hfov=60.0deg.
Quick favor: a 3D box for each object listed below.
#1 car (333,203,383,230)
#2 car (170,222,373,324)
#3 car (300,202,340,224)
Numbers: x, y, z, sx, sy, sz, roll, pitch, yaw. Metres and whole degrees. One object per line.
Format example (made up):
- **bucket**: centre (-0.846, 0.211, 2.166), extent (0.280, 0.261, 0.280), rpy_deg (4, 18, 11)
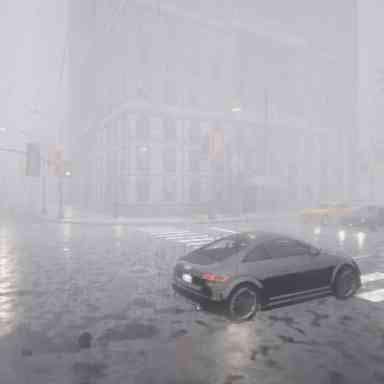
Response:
- **car**: centre (11.669, 1.545, 20.941), extent (5.357, 1.411, 2.033), rpy_deg (0, 0, -29)
- **car**: centre (1.642, 1.566, 7.148), extent (4.181, 1.385, 1.994), rpy_deg (0, 0, -29)
- **car**: centre (9.972, 1.475, 23.998), extent (5.008, 1.535, 1.882), rpy_deg (0, 0, -29)
